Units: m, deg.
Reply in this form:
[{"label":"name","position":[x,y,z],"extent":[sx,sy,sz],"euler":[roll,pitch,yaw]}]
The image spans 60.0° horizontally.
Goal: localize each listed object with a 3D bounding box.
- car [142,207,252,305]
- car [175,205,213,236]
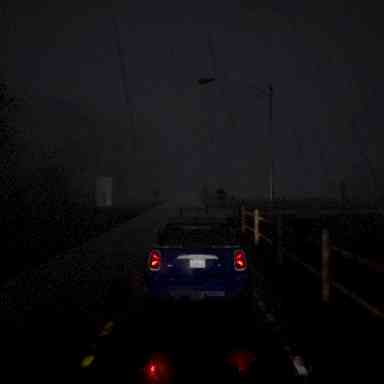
[{"label":"car","position":[0.098,1.309,8.171],"extent":[2.097,1.767,4.553],"euler":[0,0,0]},{"label":"car","position":[0.099,1.501,18.668],"extent":[1.895,1.301,4.718],"euler":[0,0,0]}]
